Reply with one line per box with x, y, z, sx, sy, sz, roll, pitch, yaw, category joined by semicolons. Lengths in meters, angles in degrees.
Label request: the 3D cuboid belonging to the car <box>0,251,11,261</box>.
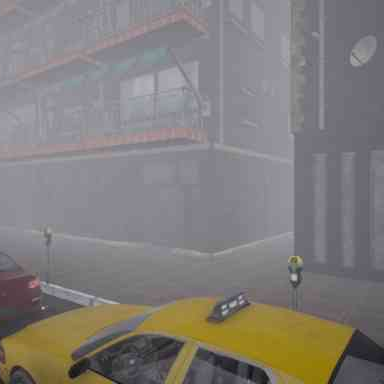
-4.353;1.582;5.997;4.206;1.307;1.802;0;0;36;car

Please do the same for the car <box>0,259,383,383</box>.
0.086;1.525;2.816;4.829;1.417;1.752;0;0;36;car
